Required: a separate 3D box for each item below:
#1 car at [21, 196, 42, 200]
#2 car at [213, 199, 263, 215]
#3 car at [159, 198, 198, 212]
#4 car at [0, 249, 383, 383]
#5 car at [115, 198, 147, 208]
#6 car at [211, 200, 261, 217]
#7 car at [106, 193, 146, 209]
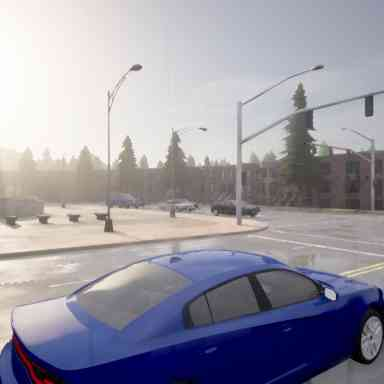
[{"bbox_3d":[-29.903,1.505,60.676,4.892,1.490,1.837,0,0,5],"label":"car"},{"bbox_3d":[4.752,1.547,35.243,2.033,1.411,5.357,0,0,-36],"label":"car"},{"bbox_3d":[-1.811,1.601,38.072,1.895,1.301,4.718,0,0,-39],"label":"car"},{"bbox_3d":[0.495,1.478,4.151,5.008,1.535,1.882,0,0,-35],"label":"car"},{"bbox_3d":[-9.090,1.601,49.620,4.718,1.301,1.895,0,0,34],"label":"car"},{"bbox_3d":[3.792,1.478,30.596,1.882,1.535,5.008,0,0,-36],"label":"car"},{"bbox_3d":[-9.458,1.221,45.623,5.566,2.045,2.150,0,0,36],"label":"car"}]
